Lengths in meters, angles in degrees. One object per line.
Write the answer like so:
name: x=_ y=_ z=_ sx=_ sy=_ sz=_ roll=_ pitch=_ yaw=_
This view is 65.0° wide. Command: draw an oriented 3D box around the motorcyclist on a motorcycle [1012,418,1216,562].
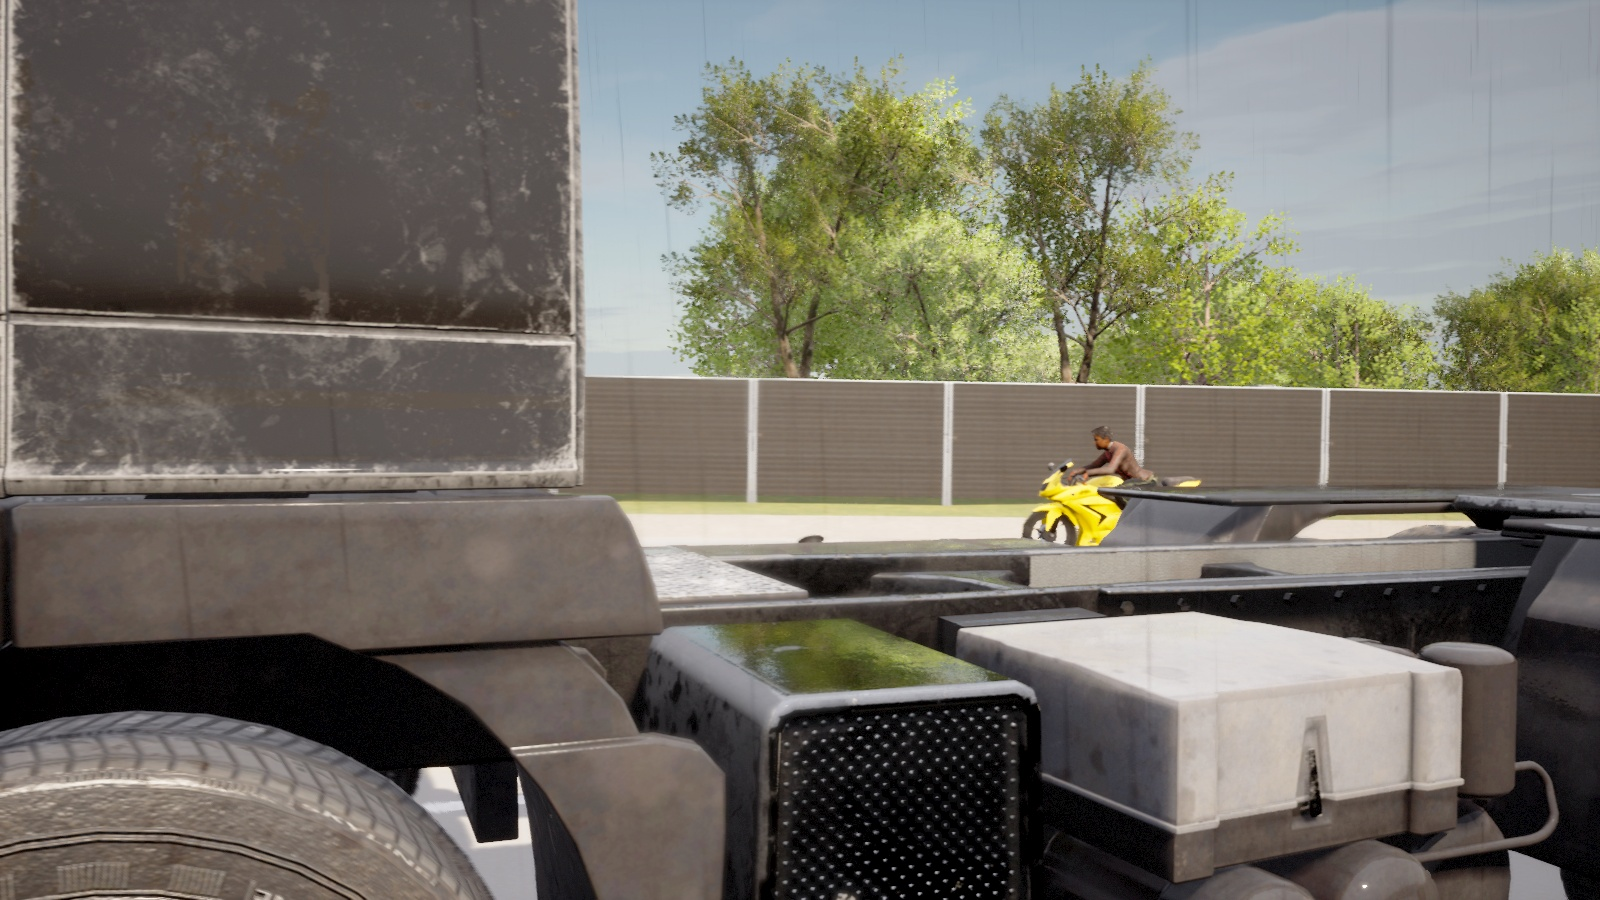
motorcyclist on a motorcycle: x=3.427 y=0.418 z=13.839 sx=2.044 sy=1.523 sz=0.797 roll=0 pitch=1 yaw=-1

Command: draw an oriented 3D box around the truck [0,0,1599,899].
truck: x=0.806 y=-0.250 z=3.533 sx=7.936 sy=3.462 sz=2.891 roll=-1 pitch=1 yaw=-21
